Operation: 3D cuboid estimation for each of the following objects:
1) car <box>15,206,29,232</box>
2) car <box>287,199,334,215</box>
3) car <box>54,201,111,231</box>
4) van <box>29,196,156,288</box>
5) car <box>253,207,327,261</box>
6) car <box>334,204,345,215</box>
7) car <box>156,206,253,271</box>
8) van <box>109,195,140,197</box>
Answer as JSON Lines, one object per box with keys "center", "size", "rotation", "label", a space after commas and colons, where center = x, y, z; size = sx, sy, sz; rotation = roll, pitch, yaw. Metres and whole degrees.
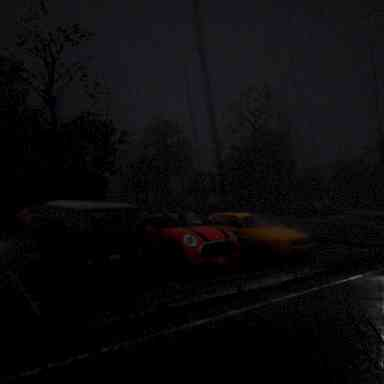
{"center": [-9.343, 1.441, 19.931], "size": [1.946, 1.575, 5.366], "rotation": [0, 0, -36], "label": "car"}
{"center": [12.006, 1.726, 35.201], "size": [2.002, 1.452, 4.674], "rotation": [1, -1, -36], "label": "car"}
{"center": [-7.191, 1.439, 21.496], "size": [1.946, 1.575, 5.366], "rotation": [0, 0, -36], "label": "car"}
{"center": [-3.012, 1.223, 9.279], "size": [1.878, 1.987, 4.442], "rotation": [0, 0, -36], "label": "van"}
{"center": [1.980, 1.441, 12.540], "size": [1.946, 1.575, 5.366], "rotation": [0, 0, -36], "label": "car"}
{"center": [14.545, 1.617, 37.104], "size": [2.185, 1.767, 4.553], "rotation": [1, -1, -36], "label": "car"}
{"center": [-0.506, 1.315, 10.998], "size": [2.185, 1.767, 4.553], "rotation": [0, 0, -36], "label": "car"}
{"center": [-4.754, 1.219, 22.896], "size": [1.878, 1.987, 4.442], "rotation": [0, 0, -36], "label": "van"}
